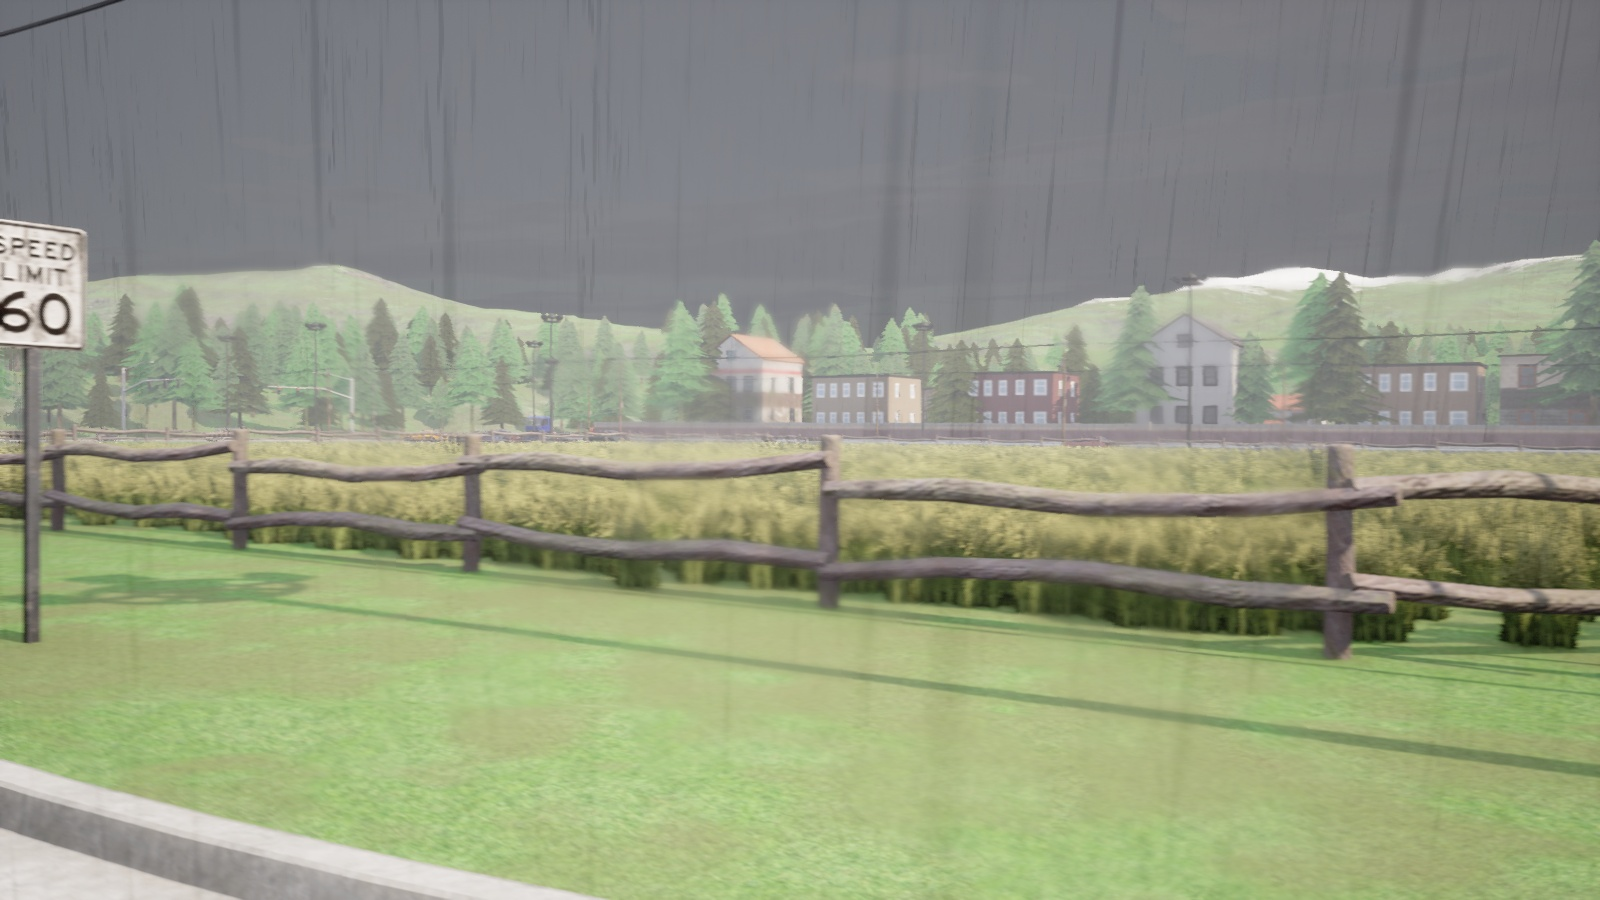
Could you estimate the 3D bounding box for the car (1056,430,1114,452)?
[{"bbox_3d":[20.250,-0.648,89.308,3.633,1.501,1.845,0,1,34],"label":"car"}]
